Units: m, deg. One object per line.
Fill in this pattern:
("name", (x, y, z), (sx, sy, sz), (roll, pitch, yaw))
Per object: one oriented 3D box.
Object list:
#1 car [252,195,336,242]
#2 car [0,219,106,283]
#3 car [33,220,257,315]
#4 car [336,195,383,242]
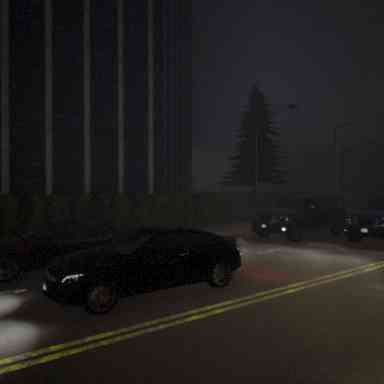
("car", (5.464, 1.160, 16.437), (5.566, 2.045, 2.150), (0, 0, -35))
("car", (-3.768, 1.535, 9.898), (5.357, 1.411, 2.033), (0, 0, -35))
("car", (-0.889, 1.509, 7.649), (4.674, 1.442, 1.812), (0, 0, -35))
("car", (9.065, 1.151, 14.687), (5.566, 2.045, 2.150), (0, 0, -35))
